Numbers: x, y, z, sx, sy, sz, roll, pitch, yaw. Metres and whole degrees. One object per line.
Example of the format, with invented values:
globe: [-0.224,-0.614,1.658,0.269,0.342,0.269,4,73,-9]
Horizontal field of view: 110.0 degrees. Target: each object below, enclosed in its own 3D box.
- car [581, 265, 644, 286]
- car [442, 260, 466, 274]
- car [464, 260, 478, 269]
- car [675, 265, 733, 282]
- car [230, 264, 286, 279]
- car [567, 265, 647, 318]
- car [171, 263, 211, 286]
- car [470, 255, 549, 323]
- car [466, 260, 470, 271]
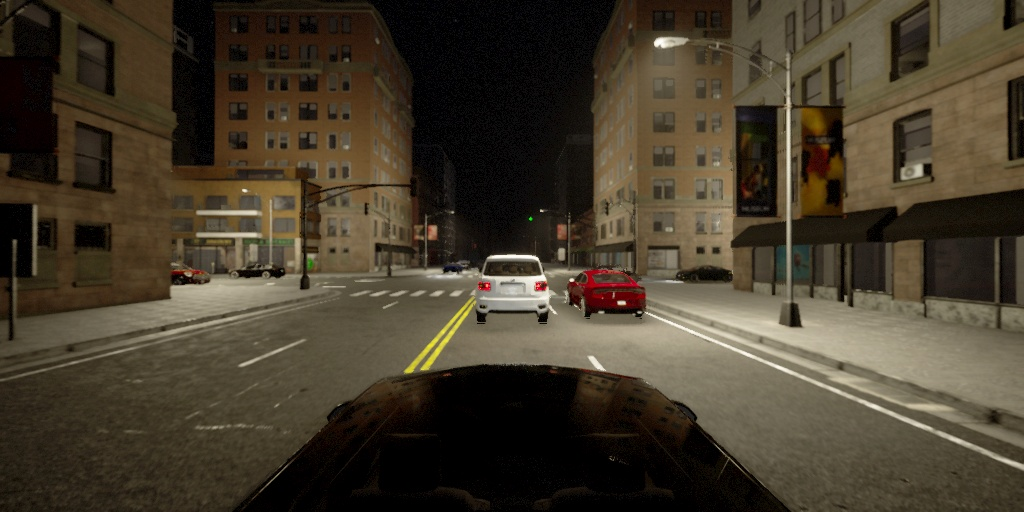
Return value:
car: [7.331,1.377,26.047,4.181,1.385,1.994,0,-1,-28]
car: [-6.953,1.414,42.348,1.895,1.301,4.718,0,0,-1]
car: [-7.025,1.408,62.147,1.994,1.385,4.181,0,0,0]
car: [15.788,1.431,29.594,4.181,1.385,1.994,0,0,0]
car: [-22.390,1.350,31.654,4.313,1.339,1.948,0,0,0]
car: [3.243,1.254,13.142,1.882,1.535,5.008,0,0,0]
car: [-22.365,1.177,23.629,4.097,1.591,1.967,0,0,0]
car: [-0.002,0.993,12.384,2.150,2.045,5.566,0,0,0]
car: [-7.017,1.320,52.185,2.128,1.511,4.902,0,0,0]
